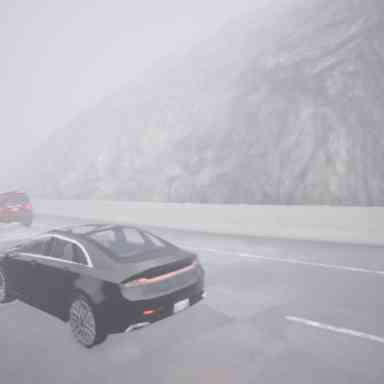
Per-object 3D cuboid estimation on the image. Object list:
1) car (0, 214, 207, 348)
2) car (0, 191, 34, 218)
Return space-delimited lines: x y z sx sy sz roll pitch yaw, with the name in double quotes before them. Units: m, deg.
"car" -1.997 1.354 6.117 4.902 1.511 2.128 0 3 40
"car" -11.062 0.999 19.176 2.150 2.045 5.566 -4 3 -45
